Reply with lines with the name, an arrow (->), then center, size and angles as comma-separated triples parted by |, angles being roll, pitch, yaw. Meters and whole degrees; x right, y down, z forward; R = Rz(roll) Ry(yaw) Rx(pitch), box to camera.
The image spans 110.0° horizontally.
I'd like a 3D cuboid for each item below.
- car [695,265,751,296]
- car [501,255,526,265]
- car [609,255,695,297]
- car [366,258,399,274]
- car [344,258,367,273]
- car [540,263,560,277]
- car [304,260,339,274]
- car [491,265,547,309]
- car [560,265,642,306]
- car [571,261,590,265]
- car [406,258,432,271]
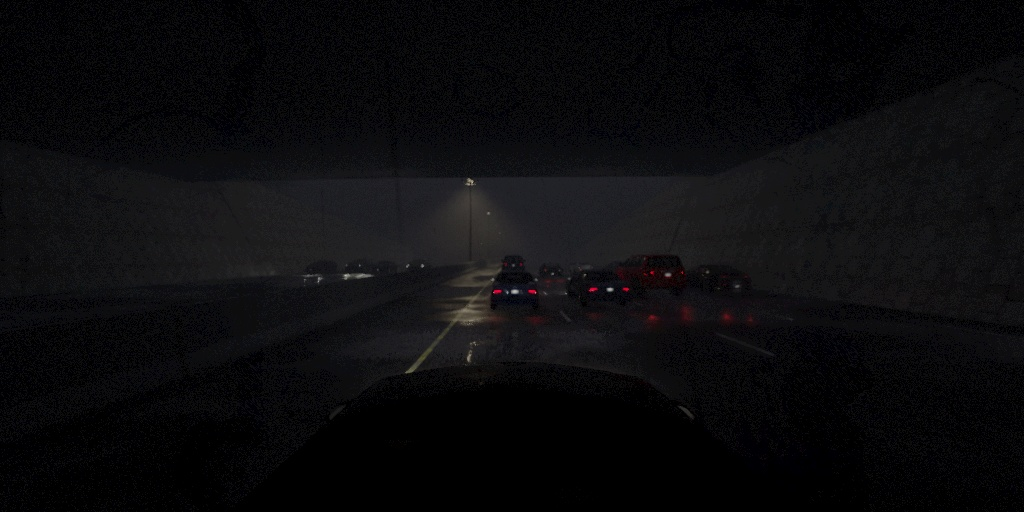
car -> 10.609, 1.222, 19.296 | 2.128, 1.511, 4.902 | 0, 0, 0
car -> 0.130, 0.934, 34.863 | 2.150, 2.045, 5.566 | 0, 0, 0
car -> 7.109, 0.951, 19.000 | 2.150, 2.045, 5.566 | 0, 0, 0
car -> -14.053, 1.213, 39.964 | 1.837, 1.490, 4.892 | 0, 0, 0
car -> -17.545, 1.056, 41.624 | 2.097, 1.767, 4.553 | 0, 0, 0
car -> 3.629, 1.314, 34.207 | 1.895, 1.301, 4.718 | 0, 0, 0
car -> -21.052, 1.212, 39.923 | 1.837, 1.490, 4.892 | 0, 0, 0
car -> 0.106, 1.282, 14.861 | 2.033, 1.411, 5.357 | 0, 0, 0
car -> 3.605, 1.282, 15.668 | 2.033, 1.411, 5.357 | 0, 0, 0
car -> 7.119, 1.236, 36.795 | 1.812, 1.442, 4.674 | 0, 0, 0
car -> -10.552, 1.056, 40.871 | 2.097, 1.767, 4.553 | 0, 0, 0
